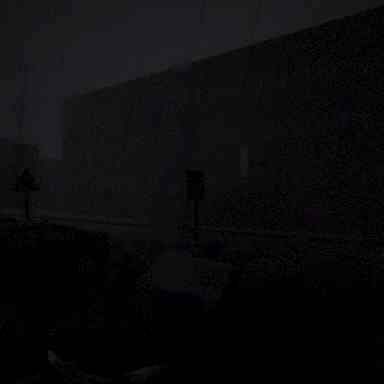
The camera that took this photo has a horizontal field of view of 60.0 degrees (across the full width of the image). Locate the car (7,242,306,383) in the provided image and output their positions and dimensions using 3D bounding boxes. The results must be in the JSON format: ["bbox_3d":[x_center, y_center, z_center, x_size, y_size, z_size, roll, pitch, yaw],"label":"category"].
[{"bbox_3d":[0.246,1.526,4.824,2.002,1.452,4.674,0,0,36],"label":"car"}]

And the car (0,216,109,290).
[{"bbox_3d":[-4.350,1.496,8.112,2.097,1.535,5.008,0,0,36],"label":"car"}]
